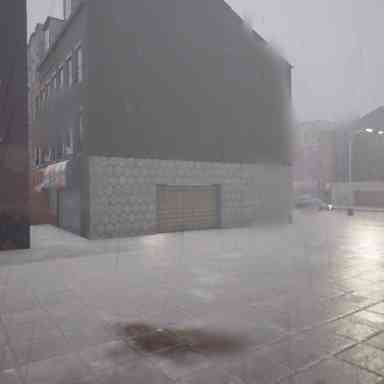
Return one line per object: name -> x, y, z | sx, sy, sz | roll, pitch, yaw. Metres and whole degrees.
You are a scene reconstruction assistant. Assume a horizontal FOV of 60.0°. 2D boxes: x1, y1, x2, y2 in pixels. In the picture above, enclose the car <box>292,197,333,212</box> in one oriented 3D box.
car -> 12.358, 1.289, 35.059 | 2.128, 1.511, 4.902 | -1, 1, -35
